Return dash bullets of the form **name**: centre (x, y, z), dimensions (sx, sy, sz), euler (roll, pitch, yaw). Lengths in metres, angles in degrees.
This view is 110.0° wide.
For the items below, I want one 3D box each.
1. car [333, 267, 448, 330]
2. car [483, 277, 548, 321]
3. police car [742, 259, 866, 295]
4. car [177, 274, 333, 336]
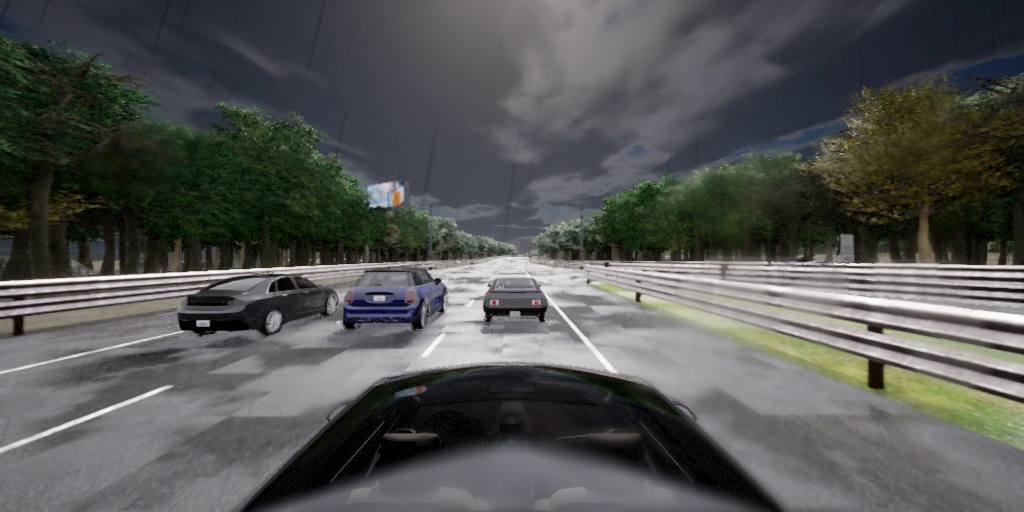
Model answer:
- **car**: centre (-3.404, 1.113, 11.327), dimensions (2.097, 1.767, 4.553), euler (0, 0, 0)
- **car**: centre (0.091, 1.364, 12.453), dimensions (1.895, 1.301, 4.718), euler (0, 0, 0)
- **police car**: centre (13.878, 0.954, 17.596), dimensions (1.930, 1.638, 5.238), euler (0, -1, -14)
- **car**: centre (-6.902, 1.265, 10.434), dimensions (1.837, 1.490, 4.892), euler (0, 0, 0)
